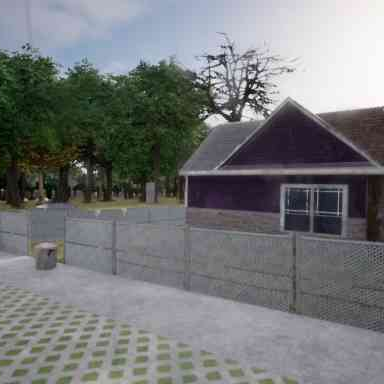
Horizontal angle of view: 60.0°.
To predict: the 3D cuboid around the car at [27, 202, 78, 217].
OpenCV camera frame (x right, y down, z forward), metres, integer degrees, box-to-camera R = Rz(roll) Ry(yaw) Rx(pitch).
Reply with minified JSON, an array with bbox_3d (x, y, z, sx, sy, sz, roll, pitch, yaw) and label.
[{"bbox_3d":[-10.966,1.547,25.580,1.812,1.442,4.674,2,1,36],"label":"car"}]
